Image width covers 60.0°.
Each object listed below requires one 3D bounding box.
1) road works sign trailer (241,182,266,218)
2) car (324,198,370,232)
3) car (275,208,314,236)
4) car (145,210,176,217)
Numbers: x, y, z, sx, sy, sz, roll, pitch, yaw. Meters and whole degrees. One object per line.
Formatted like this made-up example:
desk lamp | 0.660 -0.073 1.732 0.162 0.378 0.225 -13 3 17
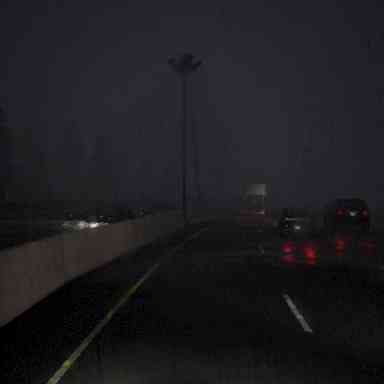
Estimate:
road works sign trailer | 6.504 0.763 34.205 2.380 3.560 2.880 0 0 24
car | 10.290 1.446 22.428 2.150 2.045 5.566 0 -1 15
car | 6.083 1.676 19.830 2.128 1.511 4.902 0 0 13
car | -2.697 1.715 28.409 1.837 1.490 4.892 0 0 17
